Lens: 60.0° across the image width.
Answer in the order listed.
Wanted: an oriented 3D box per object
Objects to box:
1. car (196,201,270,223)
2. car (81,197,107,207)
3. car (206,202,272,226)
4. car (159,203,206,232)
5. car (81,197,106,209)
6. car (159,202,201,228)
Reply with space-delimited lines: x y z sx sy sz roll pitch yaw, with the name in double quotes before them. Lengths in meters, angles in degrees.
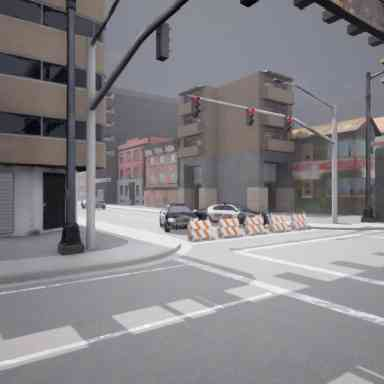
"car" 2.698 1.295 22.165 4.536 1.218 1.853 0 0 34
"car" -12.962 1.295 43.670 1.853 1.218 4.536 0 0 -36
"car" 2.741 1.453 22.136 4.974 1.542 2.038 0 0 34
"car" -0.832 1.453 19.983 2.038 1.542 4.974 0 0 -11
"car" -12.931 1.453 43.628 2.038 1.542 4.974 0 0 -36
"car" -0.842 1.295 20.034 1.853 1.218 4.536 0 0 -11
